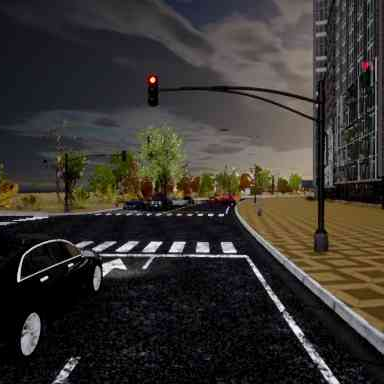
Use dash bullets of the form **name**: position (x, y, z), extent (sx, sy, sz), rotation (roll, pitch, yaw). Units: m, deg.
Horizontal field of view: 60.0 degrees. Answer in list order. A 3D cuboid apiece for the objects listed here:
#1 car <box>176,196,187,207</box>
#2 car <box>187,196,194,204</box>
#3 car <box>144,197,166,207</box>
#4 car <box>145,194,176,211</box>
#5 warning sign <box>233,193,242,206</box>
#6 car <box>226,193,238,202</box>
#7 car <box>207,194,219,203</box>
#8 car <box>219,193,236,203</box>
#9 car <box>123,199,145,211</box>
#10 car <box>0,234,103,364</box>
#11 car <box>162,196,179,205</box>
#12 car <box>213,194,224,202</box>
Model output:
- **car**: position (-2.444, 1.604, 51.666), extent (1.895, 1.301, 4.718), rotation (0, 0, 9)
- **car**: position (-0.771, 1.532, 61.688), extent (1.812, 1.442, 4.674), rotation (0, 0, 10)
- **car**: position (-5.718, 1.492, 51.735), extent (2.128, 1.511, 4.902), rotation (0, 0, 9)
- **car**: position (-3.834, 1.222, 41.536), extent (2.150, 2.045, 5.566), rotation (0, 0, 7)
- **warning sign**: position (6.538, 1.122, 48.170), extent (1.300, 1.860, 1.060), rotation (0, 0, 8)
- **car**: position (9.760, 1.246, 80.347), extent (2.150, 2.045, 5.566), rotation (0, 0, 14)
- **car**: position (4.491, 1.573, 71.177), extent (1.994, 1.385, 4.181), rotation (0, 0, 12)
- **car**: position (7.608, 1.239, 70.055), extent (2.150, 2.045, 5.566), rotation (0, 0, 12)
- **car**: position (-7.103, 1.563, 41.503), extent (1.994, 1.385, 4.181), rotation (0, 0, 7)
- **car**: position (-3.014, 1.504, 5.845), extent (1.837, 1.490, 4.892), rotation (0, 0, 1)
- **car**: position (-3.967, 1.494, 62.285), extent (2.128, 1.511, 4.902), rotation (0, 0, 11)
- **car**: position (6.454, 1.373, 80.486), extent (2.097, 1.767, 4.553), rotation (0, 0, 14)
